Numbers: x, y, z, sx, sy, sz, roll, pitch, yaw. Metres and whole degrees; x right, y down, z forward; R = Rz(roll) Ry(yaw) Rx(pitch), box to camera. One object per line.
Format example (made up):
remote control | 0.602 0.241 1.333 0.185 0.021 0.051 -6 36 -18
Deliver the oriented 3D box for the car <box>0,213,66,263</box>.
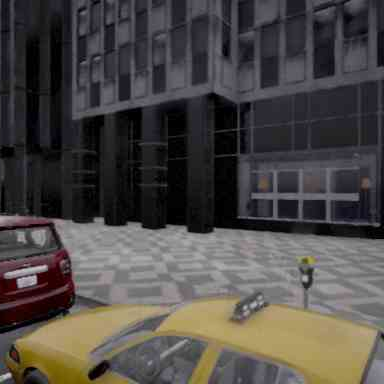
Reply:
car | -4.194 1.304 5.932 5.009 1.841 2.192 0 0 35

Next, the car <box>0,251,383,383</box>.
car | 0.238 1.520 2.793 4.829 1.417 1.752 0 0 35
